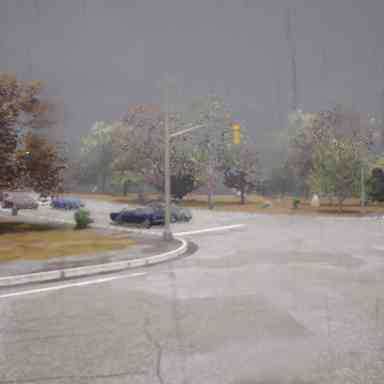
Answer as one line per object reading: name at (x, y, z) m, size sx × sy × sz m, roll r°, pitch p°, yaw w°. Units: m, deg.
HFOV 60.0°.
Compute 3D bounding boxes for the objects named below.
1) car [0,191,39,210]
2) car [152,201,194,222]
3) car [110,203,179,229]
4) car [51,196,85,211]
car at (-18.239, 0.942, 35.530) m, size 4.553 × 1.767 × 2.097 m, roll 3°, pitch 2°, yaw 42°
car at (-2.040, 1.515, 25.723) m, size 4.892 × 1.490 × 1.837 m, roll 1°, pitch 1°, yaw 42°
car at (-3.376, 1.640, 22.215) m, size 4.718 × 1.301 × 1.895 m, roll 1°, pitch 1°, yaw 42°
car at (-13.373, 1.174, 35.869) m, size 5.008 × 1.535 × 1.882 m, roll 3°, pitch 2°, yaw 42°
